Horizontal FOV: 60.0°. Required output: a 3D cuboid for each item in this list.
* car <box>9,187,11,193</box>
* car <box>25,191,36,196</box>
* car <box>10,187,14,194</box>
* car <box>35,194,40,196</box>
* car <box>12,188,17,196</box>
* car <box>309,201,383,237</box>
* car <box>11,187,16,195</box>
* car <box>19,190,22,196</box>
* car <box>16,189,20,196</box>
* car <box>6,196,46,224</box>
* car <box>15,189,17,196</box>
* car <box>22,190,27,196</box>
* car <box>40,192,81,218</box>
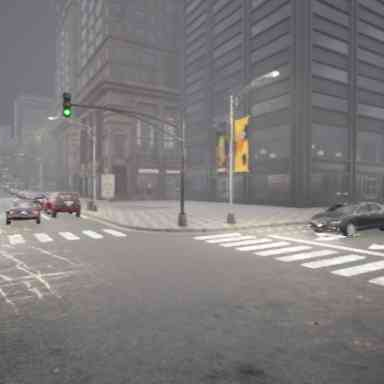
[{"bbox_3d":[-41.141,0.058,77.840,1.947,1.339,4.313,1,1,-31],"label":"car"},{"bbox_3d":[-18.428,0.909,39.779,1.947,1.339,4.313,1,1,-31],"label":"car"},{"bbox_3d":[-38.388,0.130,73.228,1.752,1.417,4.829,1,1,-31],"label":"car"},{"bbox_3d":[-12.750,1.066,30.264,1.887,1.381,4.507,1,1,-31],"label":"car"},{"bbox_3d":[-32.624,0.401,63.568,1.947,1.339,4.313,1,1,-31],"label":"car"},{"bbox_3d":[7.770,1.217,16.156,4.892,1.490,1.837,-1,1,-31],"label":"car"},{"bbox_3d":[-35.463,0.288,68.326,1.947,1.339,4.313,1,1,-31],"label":"car"},{"bbox_3d":[-24.106,0.732,49.295,1.802,1.307,4.206,1,1,-31],"label":"car"},{"bbox_3d":[-26.943,0.489,54.052,1.967,1.590,4.097,1,1,-31],"label":"car"},{"bbox_3d":[-10.806,1.202,21.361,2.033,1.411,5.357,0,1,-27],"label":"car"},{"bbox_3d":[-29.785,0.525,58.811,1.802,1.307,4.206,1,1,-31],"label":"car"},{"bbox_3d":[-21.354,0.771,44.683,1.752,1.417,4.829,1,1,-31],"label":"car"},{"bbox_3d":[-9.907,0.923,25.505,2.192,1.841,5.009,1,1,-31],"label":"car"}]
